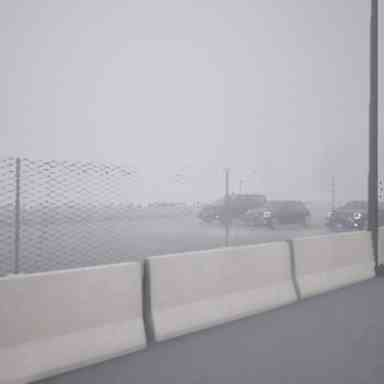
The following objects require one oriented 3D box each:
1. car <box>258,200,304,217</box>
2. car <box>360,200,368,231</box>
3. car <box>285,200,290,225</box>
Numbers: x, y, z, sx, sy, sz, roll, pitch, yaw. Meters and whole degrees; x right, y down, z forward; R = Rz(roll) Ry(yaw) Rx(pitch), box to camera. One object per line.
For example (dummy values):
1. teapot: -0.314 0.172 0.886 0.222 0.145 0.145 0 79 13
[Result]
1. car: 8.409 1.507 31.478 4.181 1.385 1.994 0 0 -35
2. car: 9.986 1.281 19.709 4.553 1.767 2.097 0 0 -35
3. car: 5.351 1.280 20.704 4.553 1.767 2.097 0 0 -35
